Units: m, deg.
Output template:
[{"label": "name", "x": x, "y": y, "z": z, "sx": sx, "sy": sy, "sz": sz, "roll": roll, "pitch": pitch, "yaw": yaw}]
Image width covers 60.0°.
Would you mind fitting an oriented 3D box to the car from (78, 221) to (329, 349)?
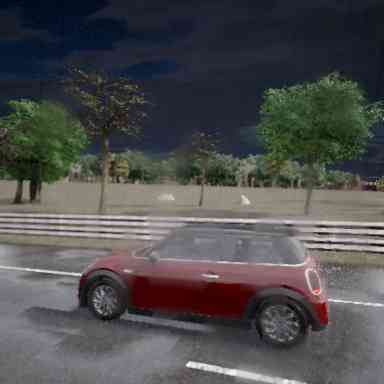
[{"label": "car", "x": 0.132, "y": 1.393, "z": 6.316, "sx": 4.553, "sy": 1.767, "sz": 2.097, "roll": 0, "pitch": 0, "yaw": 21}]
